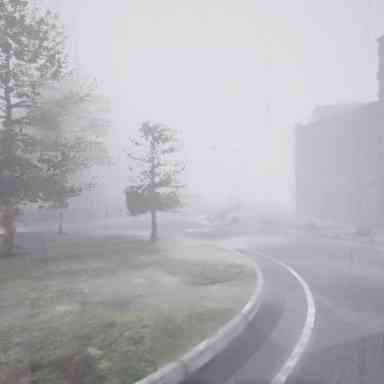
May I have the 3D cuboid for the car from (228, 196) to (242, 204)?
[{"bbox_3d":[8.694,1.715,69.173,1.882,1.535,5.008,-1,-1,15],"label":"car"}]

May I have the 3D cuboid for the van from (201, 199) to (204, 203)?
[{"bbox_3d":[-0.226,1.664,73.193,4.442,1.987,1.878,-1,-2,14],"label":"van"}]

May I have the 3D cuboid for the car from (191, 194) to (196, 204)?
[{"bbox_3d":[-2.344,1.711,64.329,5.008,1.535,2.097,-1,-1,14],"label":"car"}]

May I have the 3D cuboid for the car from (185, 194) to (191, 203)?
[{"bbox_3d":[-3.107,1.539,61.393,4.553,1.767,2.185,-1,-1,14],"label":"car"}]

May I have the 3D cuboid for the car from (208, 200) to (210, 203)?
[{"bbox_3d":[1.537,2.040,78.881,5.366,1.575,1.946,-1,-2,14],"label":"car"}]

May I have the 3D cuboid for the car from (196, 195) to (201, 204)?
[{"bbox_3d":[-1.663,1.506,67.170,5.566,2.045,2.435,-1,-1,14],"label":"car"}]

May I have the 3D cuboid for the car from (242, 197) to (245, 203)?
[{"bbox_3d":[11.314,1.777,79.243,2.097,1.767,4.553,-1,-2,15],"label":"car"}]

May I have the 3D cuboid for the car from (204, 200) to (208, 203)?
[{"bbox_3d":[0.607,1.837,76.111,4.553,1.767,2.185,-1,-2,14],"label":"car"}]

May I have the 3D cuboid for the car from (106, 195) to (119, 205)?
[{"bbox_3d":[-14.426,1.625,66.455,5.566,2.045,2.435,-1,-1,14],"label":"car"}]
